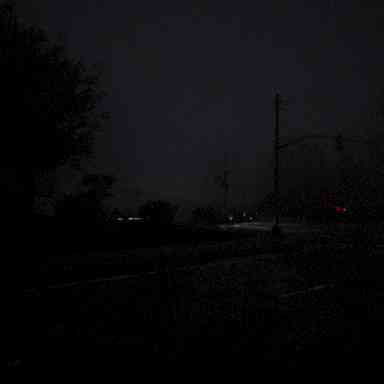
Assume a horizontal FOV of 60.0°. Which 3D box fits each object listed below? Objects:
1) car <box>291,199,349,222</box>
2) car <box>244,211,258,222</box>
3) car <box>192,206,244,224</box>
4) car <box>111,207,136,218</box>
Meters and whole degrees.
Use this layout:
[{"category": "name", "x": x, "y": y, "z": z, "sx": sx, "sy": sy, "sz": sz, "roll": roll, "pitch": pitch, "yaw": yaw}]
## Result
[{"category": "car", "x": 12.319, "y": 1.752, "z": 32.248, "sx": 2.150, "sy": 2.045, "sz": 5.566, "roll": 1, "pitch": -2, "yaw": -33}, {"category": "car", "x": 4.130, "y": 2.165, "z": 31.841, "sx": 1.895, "sy": 1.301, "sz": 4.718, "roll": 1, "pitch": -2, "yaw": -33}, {"category": "car", "x": 1.832, "y": 1.971, "z": 28.947, "sx": 2.128, "sy": 1.511, "sz": 4.902, "roll": 1, "pitch": -2, "yaw": -33}, {"category": "car", "x": -10.218, "y": 3.068, "z": 47.677, "sx": 1.812, "sy": 1.442, "sz": 4.674, "roll": 1, "pitch": -4, "yaw": -32}]
